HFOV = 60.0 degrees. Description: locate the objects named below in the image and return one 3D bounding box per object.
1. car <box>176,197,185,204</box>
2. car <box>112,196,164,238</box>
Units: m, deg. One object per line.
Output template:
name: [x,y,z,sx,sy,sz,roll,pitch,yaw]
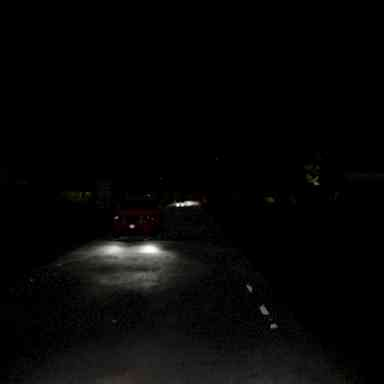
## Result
car: [-2.776,2.044,78.548,2.128,1.511,4.902,0,-1,0]
car: [-2.834,1.278,18.573,2.150,2.045,5.566,0,0,0]
